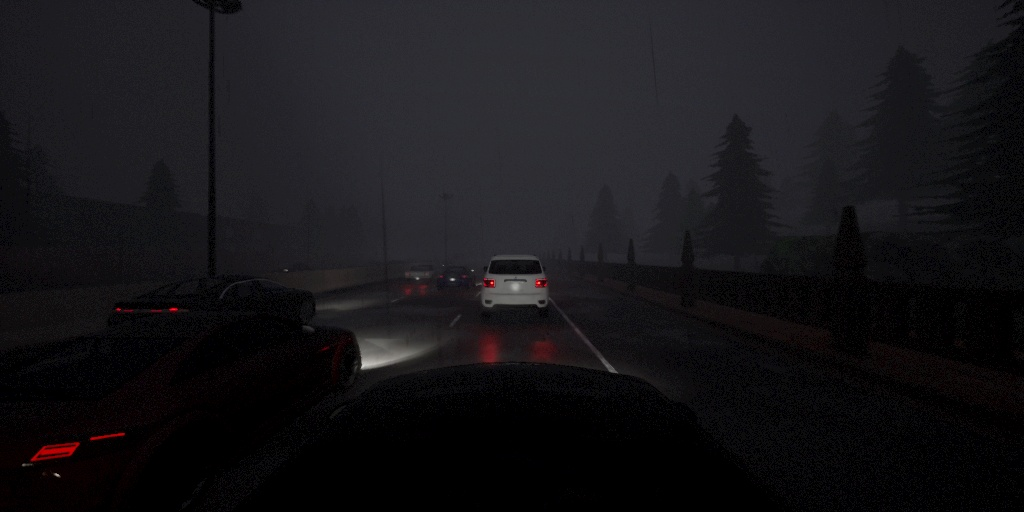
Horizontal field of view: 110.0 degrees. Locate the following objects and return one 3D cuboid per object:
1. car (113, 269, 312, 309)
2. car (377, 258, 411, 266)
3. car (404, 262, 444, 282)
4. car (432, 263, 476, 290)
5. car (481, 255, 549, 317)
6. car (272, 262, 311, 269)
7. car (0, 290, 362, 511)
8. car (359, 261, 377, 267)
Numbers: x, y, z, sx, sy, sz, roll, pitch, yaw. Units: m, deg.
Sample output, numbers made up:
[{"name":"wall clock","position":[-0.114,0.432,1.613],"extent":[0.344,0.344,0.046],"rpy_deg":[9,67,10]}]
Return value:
[{"name":"car","position":[-6.898,1.242,9.001],"extent":[2.128,1.511,4.902],"rpy_deg":[0,0,0]},{"name":"car","position":[-14.093,1.258,43.030],"extent":[1.837,1.490,4.892],"rpy_deg":[0,-1,0]},{"name":"car","position":[-6.894,1.352,28.414],"extent":[1.895,1.301,4.718],"rpy_deg":[0,0,0]},{"name":"car","position":[-3.395,1.314,22.482],"extent":[1.994,1.385,4.181],"rpy_deg":[0,0,0]},{"name":"car","position":[0.102,0.972,13.274],"extent":[2.150,2.045,5.566],"rpy_deg":[0,0,0]},{"name":"car","position":[-21.055,1.277,34.269],"extent":[1.812,1.442,4.674],"rpy_deg":[0,0,1]},{"name":"car","position":[-3.400,1.314,4.096],"extent":[1.994,1.385,4.181],"rpy_deg":[0,0,0]},{"name":"car","position":[-17.592,1.299,45.502],"extent":[2.033,1.411,5.357],"rpy_deg":[0,0,0]}]
